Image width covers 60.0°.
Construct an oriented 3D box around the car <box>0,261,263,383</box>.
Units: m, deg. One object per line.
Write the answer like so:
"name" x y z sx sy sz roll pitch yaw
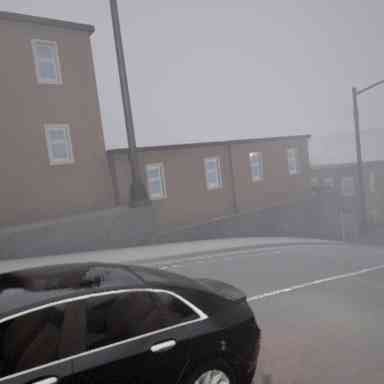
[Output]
"car" -1.495 1.512 2.968 4.892 1.490 1.837 1 -1 -35
